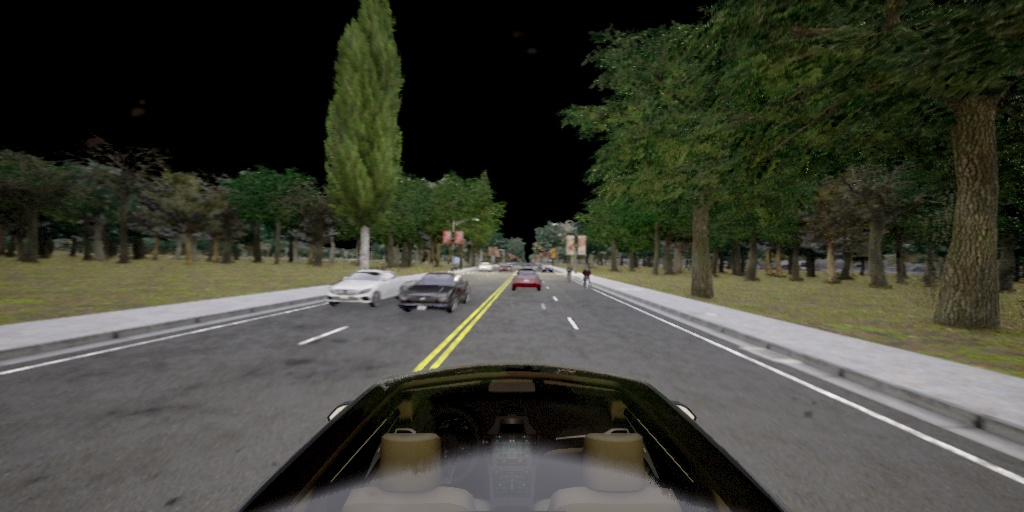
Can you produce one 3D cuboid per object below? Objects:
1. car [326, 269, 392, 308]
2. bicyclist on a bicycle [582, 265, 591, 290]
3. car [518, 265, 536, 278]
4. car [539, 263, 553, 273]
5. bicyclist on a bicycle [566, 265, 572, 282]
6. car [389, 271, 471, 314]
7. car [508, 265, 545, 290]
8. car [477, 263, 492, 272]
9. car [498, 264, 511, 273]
[{"bbox_3d":[-6.098,1.292,15.612,1.812,1.442,4.674,1,-1,3],"label":"car"},{"bbox_3d":[5.047,1.487,24.411,0.659,1.776,1.843,1,0,3],"label":"bicyclist on a bicycle"},{"bbox_3d":[1.826,1.800,43.104,2.033,1.411,5.357,1,-1,3],"label":"car"},{"bbox_3d":[5.819,2.132,59.836,1.895,1.301,4.718,1,-1,3],"label":"car"},{"bbox_3d":[5.487,1.690,34.370,0.582,1.620,1.656,1,-1,3],"label":"bicyclist on a bicycle"},{"bbox_3d":[-2.889,1.375,14.629,2.033,1.411,5.357,1,-1,3],"label":"car"},{"bbox_3d":[1.039,1.600,25.375,1.994,1.385,4.181,1,-1,3],"label":"car"},{"bbox_3d":[-4.239,1.793,56.690,1.812,1.442,4.674,1,-1,3],"label":"car"},{"bbox_3d":[-1.016,1.897,56.111,1.994,1.385,4.181,1,-1,3],"label":"car"}]
